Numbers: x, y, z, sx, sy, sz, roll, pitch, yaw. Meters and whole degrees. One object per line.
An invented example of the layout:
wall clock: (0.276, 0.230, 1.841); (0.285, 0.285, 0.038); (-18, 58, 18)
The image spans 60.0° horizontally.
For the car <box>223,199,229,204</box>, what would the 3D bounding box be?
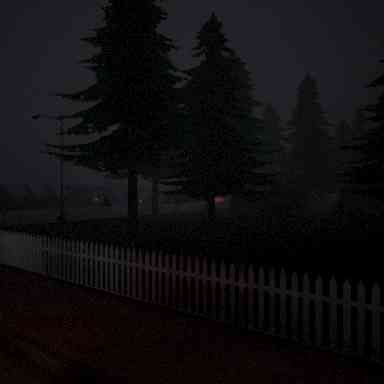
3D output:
car: (5.910, 1.352, 60.278); (2.097, 1.767, 4.553); (0, 0, 34)

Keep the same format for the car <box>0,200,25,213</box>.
car: (-20.238, 1.547, 34.462); (2.033, 1.411, 5.357); (0, 0, 34)

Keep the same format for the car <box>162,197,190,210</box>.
car: (-1.491, 1.221, 42.999); (2.150, 2.045, 5.566); (0, 0, 34)

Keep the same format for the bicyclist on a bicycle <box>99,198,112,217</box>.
bicyclist on a bicycle: (-7.203, 1.302, 27.872); (1.656, 1.620, 0.582); (0, 0, 34)

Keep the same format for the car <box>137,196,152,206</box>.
car: (-7.470, 1.351, 53.176); (2.097, 1.767, 4.553); (0, 0, 35)
